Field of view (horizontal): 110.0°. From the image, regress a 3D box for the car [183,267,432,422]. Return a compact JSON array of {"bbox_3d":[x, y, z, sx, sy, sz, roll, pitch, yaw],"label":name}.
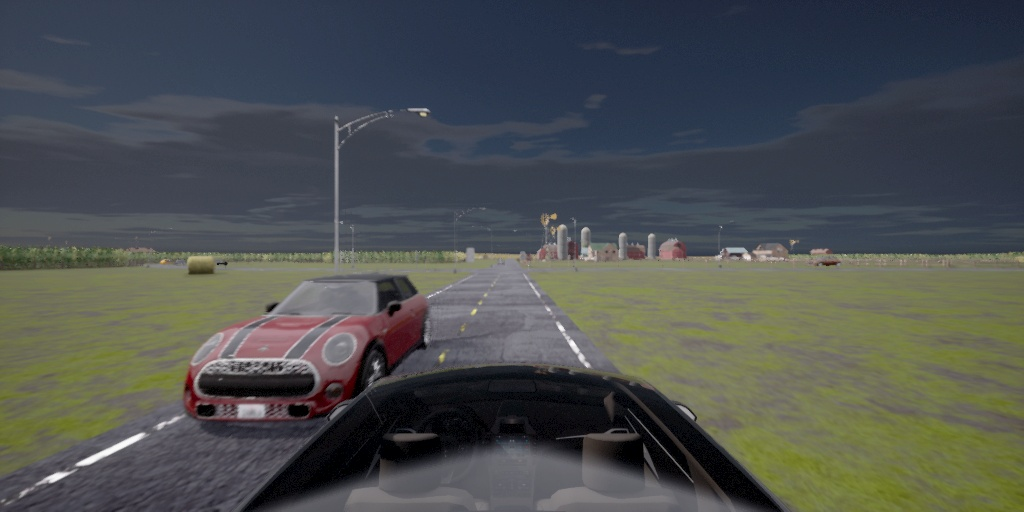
[{"bbox_3d":[-2.850,1.112,6.169,2.097,1.767,4.553,0,0,0],"label":"car"}]
